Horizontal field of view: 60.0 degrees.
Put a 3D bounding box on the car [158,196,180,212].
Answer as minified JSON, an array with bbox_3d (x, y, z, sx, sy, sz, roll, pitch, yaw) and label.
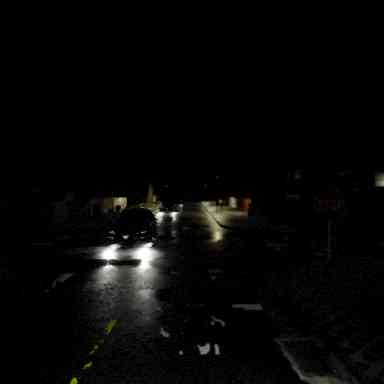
[{"bbox_3d":[-2.762,1.592,38.940,1.837,1.490,4.892,0,0,0],"label":"car"}]

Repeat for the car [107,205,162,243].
[{"bbox_3d":[-2.754,1.591,16.196,1.837,1.490,4.892,0,1,0],"label":"car"}]

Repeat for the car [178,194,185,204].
[{"bbox_3d":[-2.771,1.575,63.905,1.837,1.490,4.892,0,0,0],"label":"car"}]
